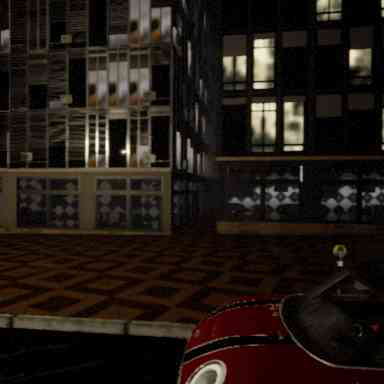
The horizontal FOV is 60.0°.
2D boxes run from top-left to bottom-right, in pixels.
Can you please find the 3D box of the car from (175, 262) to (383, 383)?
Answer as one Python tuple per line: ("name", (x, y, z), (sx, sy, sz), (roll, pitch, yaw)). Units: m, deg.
("car", (1.841, 1.400, 2.945), (4.097, 1.590, 1.967), (-1, 1, 9))
